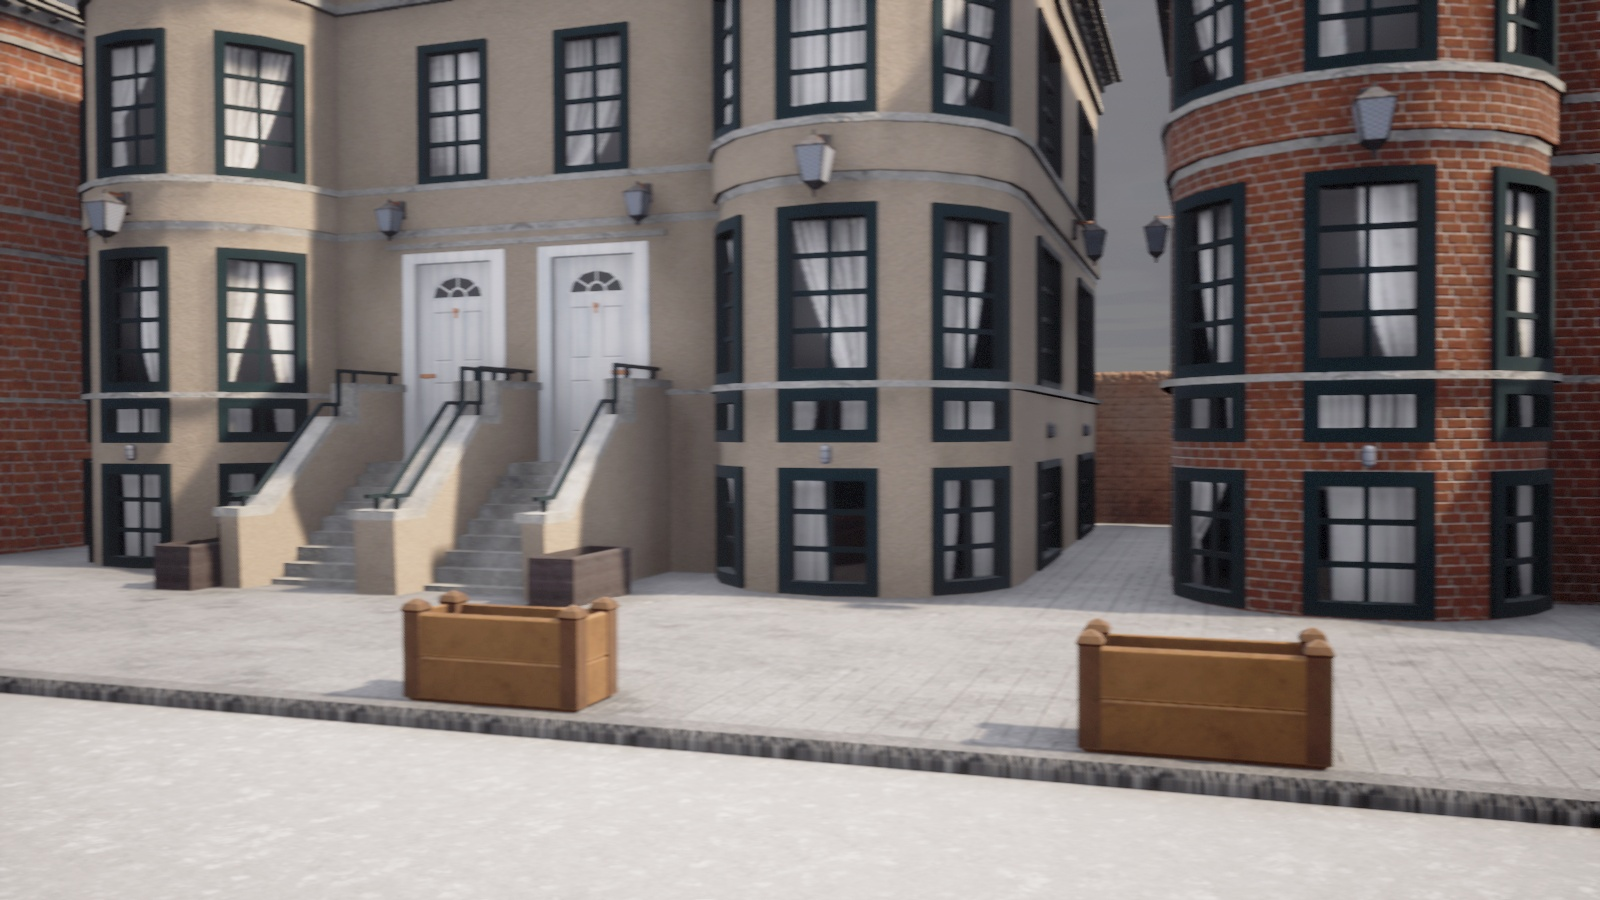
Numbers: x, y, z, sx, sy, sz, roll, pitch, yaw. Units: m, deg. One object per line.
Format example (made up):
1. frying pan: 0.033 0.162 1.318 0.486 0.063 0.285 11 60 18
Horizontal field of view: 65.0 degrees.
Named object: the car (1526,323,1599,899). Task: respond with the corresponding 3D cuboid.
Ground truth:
1. car: 4.175 0.622 2.314 4.605 1.855 1.932 1 1 19
